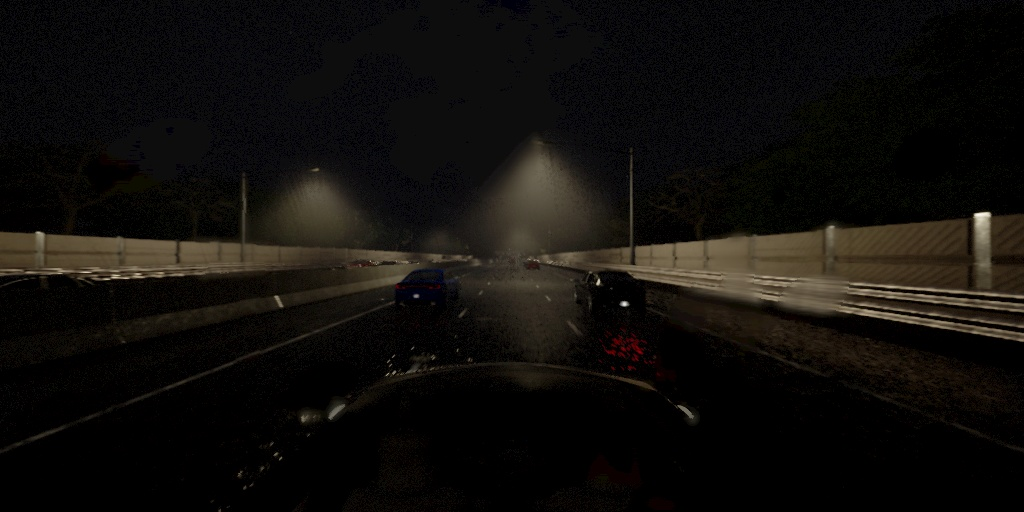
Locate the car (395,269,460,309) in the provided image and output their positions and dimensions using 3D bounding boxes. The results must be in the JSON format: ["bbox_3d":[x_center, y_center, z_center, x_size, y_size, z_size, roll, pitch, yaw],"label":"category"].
[{"bbox_3d":[-3.399,1.275,15.210,1.882,1.535,5.008,0,0,0],"label":"car"}]

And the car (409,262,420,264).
[{"bbox_3d":[-14.043,1.515,51.696,1.994,1.385,4.181,0,0,1],"label":"car"}]

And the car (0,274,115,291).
[{"bbox_3d":[-14.094,1.284,10.038,1.837,1.490,4.892,0,0,0],"label":"car"}]

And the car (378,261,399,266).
[{"bbox_3d":[-17.534,1.452,50.891,1.837,1.490,4.892,0,0,1],"label":"car"}]

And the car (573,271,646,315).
[{"bbox_3d":[3.601,1.298,13.897,1.837,1.490,4.892,0,0,0],"label":"car"}]

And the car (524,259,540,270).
[{"bbox_3d":[3.505,1.465,59.569,1.882,1.535,5.008,0,0,0],"label":"car"}]

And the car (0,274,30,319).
[{"bbox_3d":[-17.597,1.325,9.651,2.033,1.411,5.357,0,0,0],"label":"car"}]

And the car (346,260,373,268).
[{"bbox_3d":[-21.043,1.295,49.676,2.097,1.767,4.553,0,0,1],"label":"car"}]
